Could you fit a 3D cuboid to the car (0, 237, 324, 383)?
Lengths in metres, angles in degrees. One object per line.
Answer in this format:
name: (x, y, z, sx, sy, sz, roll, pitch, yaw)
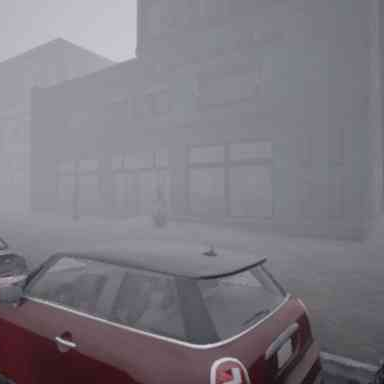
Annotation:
car: (-0.960, 1.360, 4.001, 4.553, 1.767, 2.185, 0, 0, 36)
